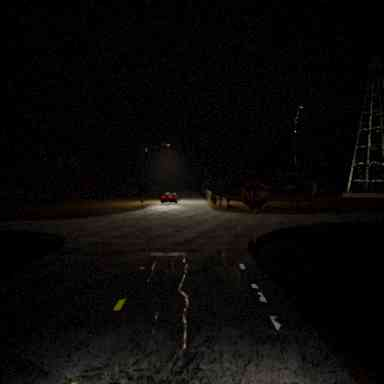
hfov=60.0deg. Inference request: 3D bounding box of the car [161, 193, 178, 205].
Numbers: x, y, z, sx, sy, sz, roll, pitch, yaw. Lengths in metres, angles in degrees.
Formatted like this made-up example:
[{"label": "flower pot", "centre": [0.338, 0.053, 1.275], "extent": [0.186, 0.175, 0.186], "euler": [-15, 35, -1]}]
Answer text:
[{"label": "car", "centre": [-2.669, 0.792, 39.693], "extent": [1.895, 1.301, 4.718], "euler": [0, 1, 0]}]
